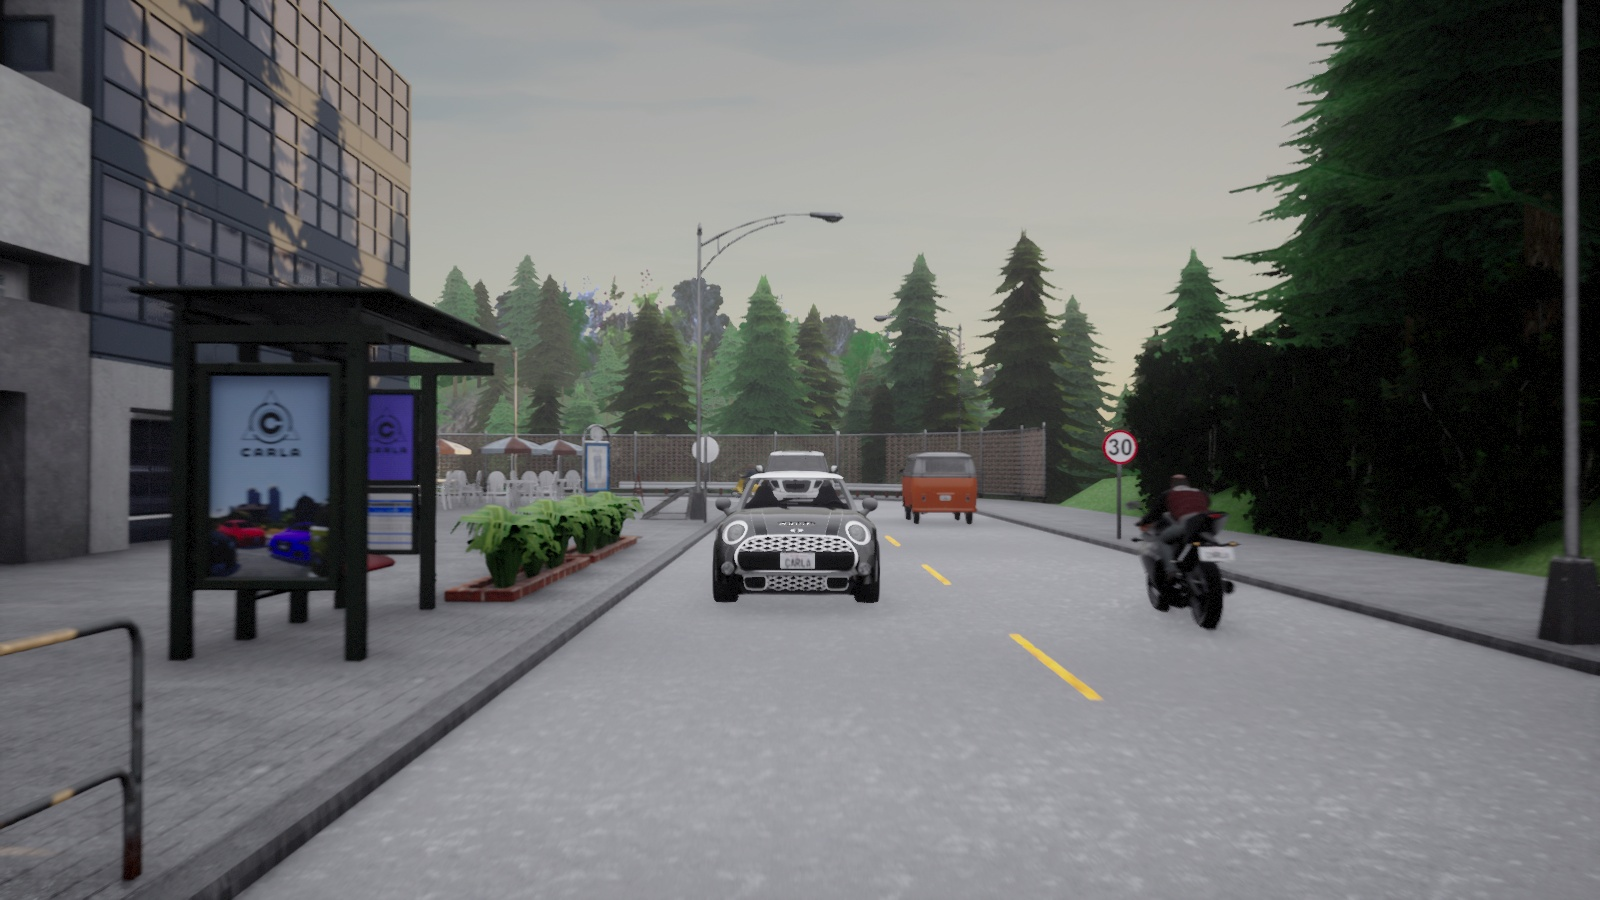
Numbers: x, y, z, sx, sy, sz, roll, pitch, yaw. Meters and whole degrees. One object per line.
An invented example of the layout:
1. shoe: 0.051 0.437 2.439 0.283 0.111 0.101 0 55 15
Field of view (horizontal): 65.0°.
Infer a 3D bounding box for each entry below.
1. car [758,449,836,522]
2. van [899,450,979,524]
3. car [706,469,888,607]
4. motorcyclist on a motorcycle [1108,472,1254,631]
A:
1. car: -0.083 1.027 37.772 2.150 2.045 5.566 0 -1 0
2. van: 3.914 1.021 36.017 1.775 1.987 4.442 0 -1 0
3. car: -0.036 0.979 15.502 1.970 1.475 3.806 0 -1 0
4. motorcyclist on a motorcycle: 3.969 1.003 13.281 0.866 1.530 2.191 0 -1 0
